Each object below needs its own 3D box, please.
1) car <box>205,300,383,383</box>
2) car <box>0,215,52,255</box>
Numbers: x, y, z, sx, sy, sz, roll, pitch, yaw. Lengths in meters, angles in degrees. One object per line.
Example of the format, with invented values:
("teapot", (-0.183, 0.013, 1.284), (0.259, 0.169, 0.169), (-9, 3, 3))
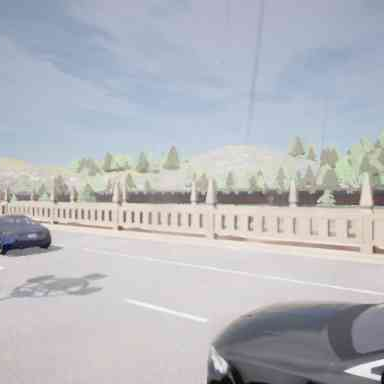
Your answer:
("car", (2.355, 1.488, 2.312), (4.902, 1.511, 2.128), (0, 0, 35))
("car", (-7.686, 1.644, 13.764), (4.181, 1.385, 1.994), (0, 0, 35))
